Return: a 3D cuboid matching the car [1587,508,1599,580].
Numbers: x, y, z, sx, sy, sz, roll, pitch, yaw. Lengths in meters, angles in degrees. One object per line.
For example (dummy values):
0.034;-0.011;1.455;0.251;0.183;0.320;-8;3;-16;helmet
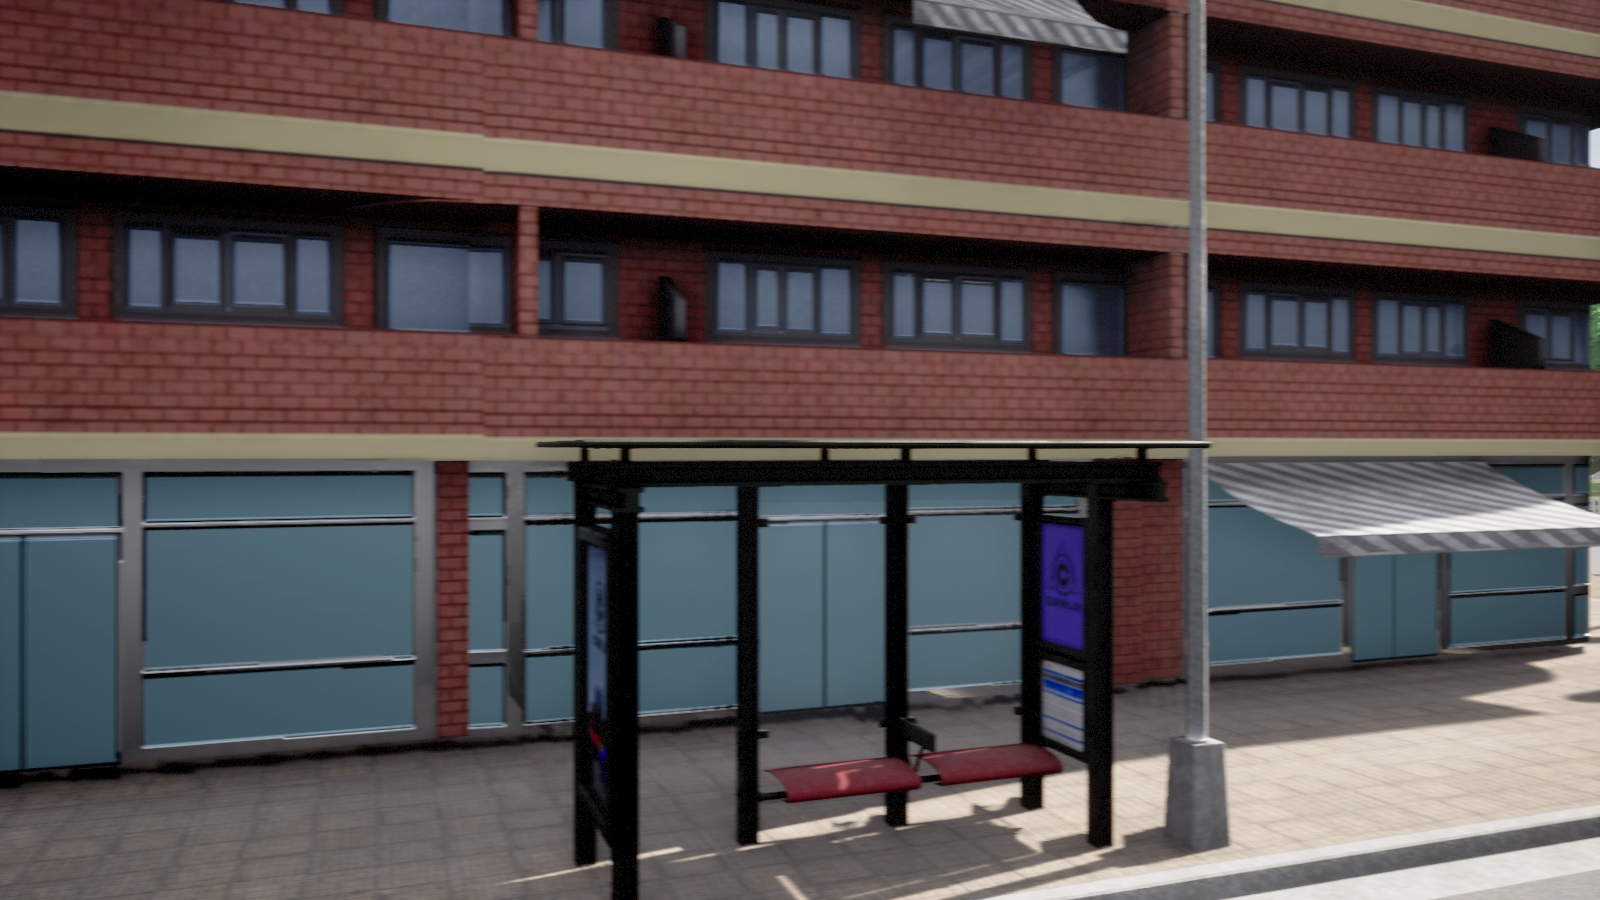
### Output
19.207;2.006;23.195;2.231;1.480;4.892;0;0;-39;car
